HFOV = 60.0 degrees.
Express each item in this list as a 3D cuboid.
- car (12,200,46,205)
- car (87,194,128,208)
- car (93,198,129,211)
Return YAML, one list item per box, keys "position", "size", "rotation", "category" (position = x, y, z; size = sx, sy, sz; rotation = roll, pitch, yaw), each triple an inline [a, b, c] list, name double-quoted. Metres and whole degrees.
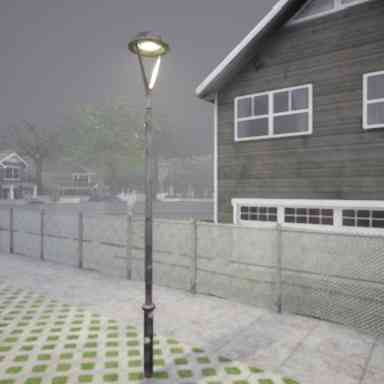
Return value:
- position: [-15.176, 1.522, 30.380]
  size: [1.837, 1.490, 4.892]
  rotation: [0, -1, 22]
  category: "car"
- position: [-9.338, 1.276, 37.103]
  size: [2.150, 2.045, 5.566]
  rotation: [0, 0, 21]
  category: "car"
- position: [-10.359, 1.537, 42.899]
  size: [2.128, 1.511, 4.902]
  rotation: [0, 0, 19]
  category: "car"
